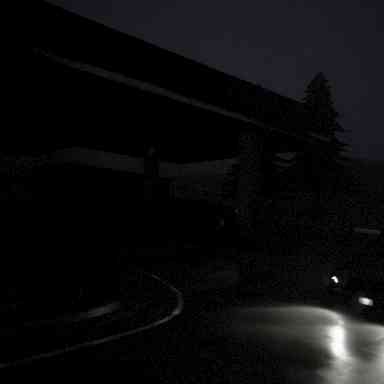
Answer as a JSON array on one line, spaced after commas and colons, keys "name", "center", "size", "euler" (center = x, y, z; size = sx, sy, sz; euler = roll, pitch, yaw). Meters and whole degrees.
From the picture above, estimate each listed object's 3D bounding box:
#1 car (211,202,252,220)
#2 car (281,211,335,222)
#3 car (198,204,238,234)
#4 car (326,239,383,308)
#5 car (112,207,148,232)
[{"name": "car", "center": [4.501, 2.159, 38.659], "size": [2.097, 1.767, 4.553], "euler": [2, -1, -37]}, {"name": "car", "center": [10.610, 2.408, 30.415], "size": [1.895, 1.301, 4.718], "euler": [2, -1, -37]}, {"name": "car", "center": [2.151, 1.854, 23.493], "size": [1.905, 1.878, 3.866], "euler": [2, -1, -37]}, {"name": "car", "center": [5.505, 1.826, 8.215], "size": [5.357, 1.411, 2.033], "euler": [2, -3, -38]}, {"name": "car", "center": [-4.983, 1.883, 23.523], "size": [2.242, 1.667, 4.611], "euler": [2, -1, -37]}]
